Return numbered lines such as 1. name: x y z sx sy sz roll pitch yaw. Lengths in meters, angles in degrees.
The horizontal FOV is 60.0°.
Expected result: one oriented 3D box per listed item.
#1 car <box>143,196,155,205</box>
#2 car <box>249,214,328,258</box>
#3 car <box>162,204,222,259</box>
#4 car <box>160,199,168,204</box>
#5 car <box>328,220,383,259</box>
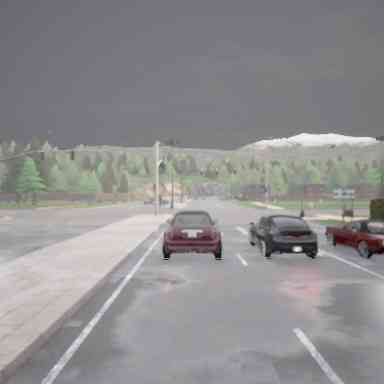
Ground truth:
1. car: -10.677 2.393 81.088 1.812 1.442 4.674 0 -1 1
2. car: 3.523 1.654 13.485 1.837 1.490 4.892 0 0 0
3. car: 0.023 1.497 13.411 2.097 1.767 4.553 0 -1 0
4. car: -7.121 2.426 84.618 1.812 1.442 4.674 0 -1 1
5. car: 7.020 1.745 13.225 1.895 1.301 4.718 0 -1 0
